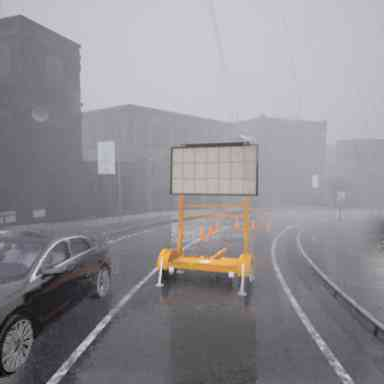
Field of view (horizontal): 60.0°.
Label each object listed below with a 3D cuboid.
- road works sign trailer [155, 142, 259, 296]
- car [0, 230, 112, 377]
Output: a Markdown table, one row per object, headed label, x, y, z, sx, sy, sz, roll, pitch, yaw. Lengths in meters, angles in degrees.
| label | x | y | z | sx | sy | sz | roll | pitch | yaw |
| --- | --- | --- | --- | --- | --- | --- | --- | --- | --- |
| road works sign trailer | 0.612 | 0.493 | 9.006 | 2.380 | 3.560 | 2.880 | 1 | 0 | 18 |
| car | -2.893 | 1.491 | 5.692 | 2.128 | 1.511 | 4.902 | 0 | 0 | 6 |
